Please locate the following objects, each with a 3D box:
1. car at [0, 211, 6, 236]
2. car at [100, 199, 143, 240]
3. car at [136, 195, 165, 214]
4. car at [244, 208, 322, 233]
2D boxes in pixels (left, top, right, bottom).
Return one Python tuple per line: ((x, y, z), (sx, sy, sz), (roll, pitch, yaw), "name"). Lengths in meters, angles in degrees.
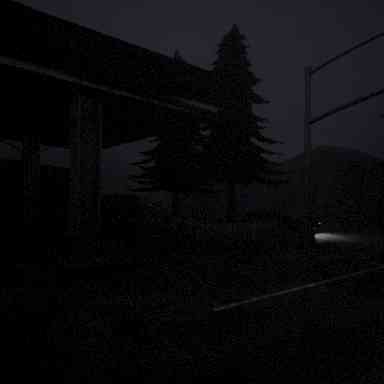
((-11.719, 1.519, 18.431), (2.242, 1.667, 4.611), (1, 0, -36), "car")
((-4.587, 1.445, 18.252), (1.905, 1.878, 3.866), (1, 0, -36), "car")
((-5.180, 1.367, 37.953), (2.150, 2.045, 5.566), (1, 0, -35), "car")
((5.907, 1.823, 22.347), (2.033, 1.411, 5.357), (1, 0, -35), "car")
